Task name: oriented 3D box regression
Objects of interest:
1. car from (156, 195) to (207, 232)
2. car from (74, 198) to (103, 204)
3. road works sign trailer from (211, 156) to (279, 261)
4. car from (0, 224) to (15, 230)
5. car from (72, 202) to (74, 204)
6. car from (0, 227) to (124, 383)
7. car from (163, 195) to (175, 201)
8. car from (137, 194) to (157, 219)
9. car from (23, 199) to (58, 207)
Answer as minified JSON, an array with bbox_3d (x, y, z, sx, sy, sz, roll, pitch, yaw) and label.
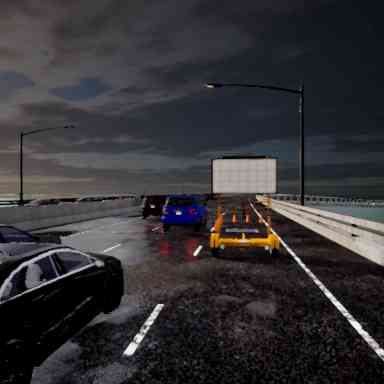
[{"bbox_3d":[-0.340,1.239,20.660,2.150,2.045,5.566,0,0,8],"label":"car"},{"bbox_3d":[-11.897,1.560,40.005,1.812,1.442,4.674,0,0,8],"label":"car"},{"bbox_3d":[1.932,0.474,12.401,2.380,3.560,2.880,0,0,8],"label":"road works sign trailer"},{"bbox_3d":[-5.528,1.556,8.729,2.033,1.411,5.357,0,0,8],"label":"car"},{"bbox_3d":[-14.628,1.544,45.438,1.837,1.490,4.892,0,0,9],"label":"car"},{"bbox_3d":[-2.516,1.495,4.882,2.128,1.511,4.902,0,0,8],"label":"car"},{"bbox_3d":[-5.572,1.490,80.235,1.812,1.442,4.674,0,0,9],"label":"car"},{"bbox_3d":[-2.710,1.247,28.839,2.150,2.045,5.566,0,0,8],"label":"car"},{"bbox_3d":[-18.741,1.586,41.589,2.033,1.411,5.357,0,0,8],"label":"car"}]
